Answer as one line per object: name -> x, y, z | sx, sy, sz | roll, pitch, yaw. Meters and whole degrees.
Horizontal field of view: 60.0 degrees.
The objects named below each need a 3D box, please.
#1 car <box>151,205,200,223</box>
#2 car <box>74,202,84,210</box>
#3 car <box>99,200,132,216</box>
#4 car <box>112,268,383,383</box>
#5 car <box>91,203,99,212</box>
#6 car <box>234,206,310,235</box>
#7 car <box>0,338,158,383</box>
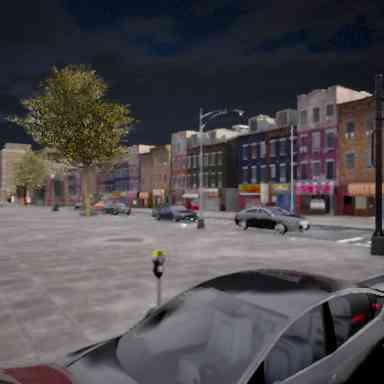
car -> -1.549, 1.807, 28.377 | 2.033, 1.411, 5.357 | 0, -1, -35
car -> -18.847, 2.387, 57.501 | 2.128, 1.511, 4.902 | 0, -1, -35
car -> -8.615, 1.960, 38.226 | 1.837, 1.490, 4.892 | 0, -1, -36
car -> 0.584, 1.565, 3.227 | 4.313, 1.339, 1.947 | 0, 0, -36
car -> -12.964, 2.030, 49.320 | 2.097, 1.767, 4.553 | 0, -1, -36
car -> 4.622, 1.617, 19.781 | 2.128, 1.511, 4.902 | 0, -1, -36
car -> -2.398, 1.583, 1.100 | 4.206, 1.307, 1.802 | 0, 0, -36
